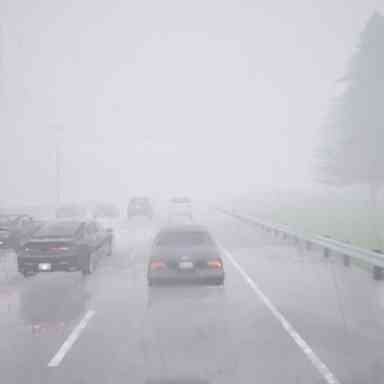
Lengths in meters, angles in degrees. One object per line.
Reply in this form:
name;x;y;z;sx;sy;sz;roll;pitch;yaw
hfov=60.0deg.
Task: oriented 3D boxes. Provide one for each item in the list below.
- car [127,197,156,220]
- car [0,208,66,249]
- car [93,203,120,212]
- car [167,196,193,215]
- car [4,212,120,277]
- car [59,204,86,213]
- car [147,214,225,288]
car;-4.647;1.473;30.967;2.150;2.045;5.566;-1;0;-2
car;-7.434;1.695;14.221;2.128;1.511;4.902;-1;0;-2
car;-8.190;1.807;32.048;2.128;1.511;4.902;-1;0;-2
car;-1.127;1.412;30.583;2.150;2.045;5.566;-1;0;-2
car;-3.785;1.628;10.738;1.837;1.490;4.892;-1;0;-2
car;-11.707;1.867;32.412;2.128;1.511;4.902;-1;0;-2
car;-0.227;1.605;9.521;2.033;1.411;5.357;-1;0;-2
